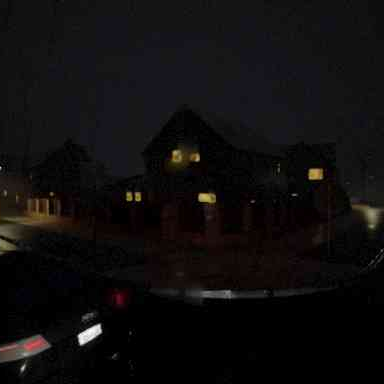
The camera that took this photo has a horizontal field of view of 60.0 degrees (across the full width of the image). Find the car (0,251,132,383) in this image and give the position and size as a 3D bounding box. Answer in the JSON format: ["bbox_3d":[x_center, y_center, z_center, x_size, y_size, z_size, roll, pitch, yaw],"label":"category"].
[{"bbox_3d":[-2.925,1.560,4.515,4.181,1.385,1.994,-1,2,25],"label":"car"}]
